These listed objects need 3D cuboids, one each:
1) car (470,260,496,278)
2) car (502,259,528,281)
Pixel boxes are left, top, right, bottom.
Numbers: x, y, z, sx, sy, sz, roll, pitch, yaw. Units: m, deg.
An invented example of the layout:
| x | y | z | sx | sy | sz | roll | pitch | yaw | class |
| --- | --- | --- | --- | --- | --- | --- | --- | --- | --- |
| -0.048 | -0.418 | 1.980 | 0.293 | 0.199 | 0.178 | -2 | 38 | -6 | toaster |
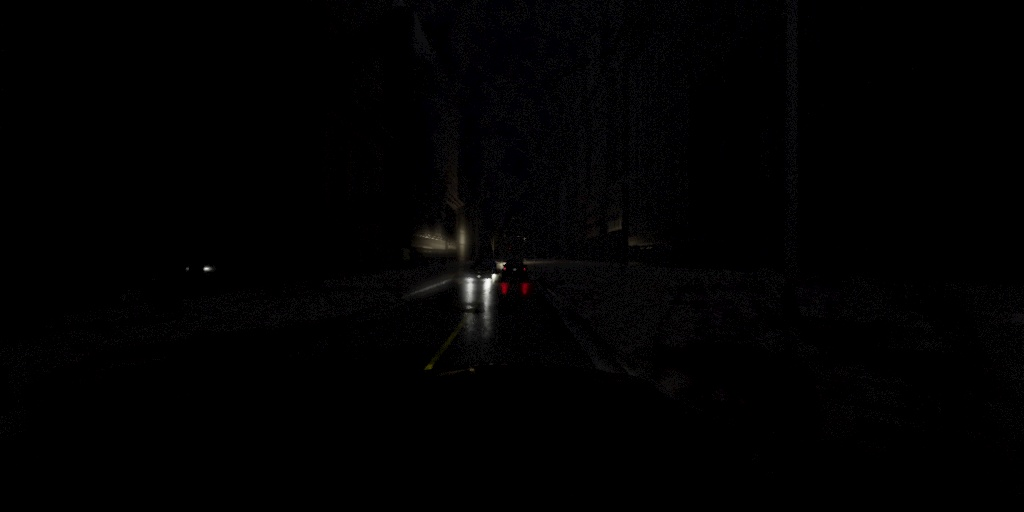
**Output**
| x | y | z | sx | sy | sz | roll | pitch | yaw | class |
| --- | --- | --- | --- | --- | --- | --- | --- | --- | --- |
| -2.793 | 1.203 | 33.452 | 1.837 | 1.490 | 4.892 | 0 | 0 | 0 | car |
| 0.242 | 1.072 | 30.092 | 2.097 | 1.767 | 4.553 | 0 | 0 | 1 | car |
